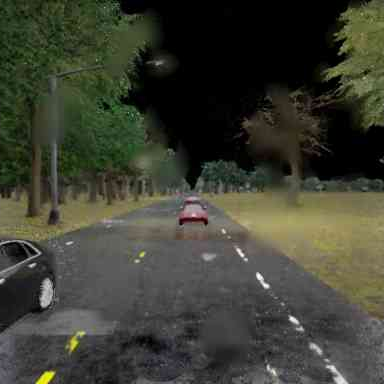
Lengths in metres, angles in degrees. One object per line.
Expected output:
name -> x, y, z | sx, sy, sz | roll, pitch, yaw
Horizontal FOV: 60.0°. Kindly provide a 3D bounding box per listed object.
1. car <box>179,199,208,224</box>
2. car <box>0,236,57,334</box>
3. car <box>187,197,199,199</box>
car -> 0.108, 1.466, 23.666 | 1.994, 1.385, 4.181 | 0, 0, 0
car -> -3.598, 1.486, 4.784 | 1.837, 1.490, 4.892 | 0, 0, 0
car -> 0.104, 1.299, 41.491 | 1.882, 1.535, 5.008 | 0, 0, 0
